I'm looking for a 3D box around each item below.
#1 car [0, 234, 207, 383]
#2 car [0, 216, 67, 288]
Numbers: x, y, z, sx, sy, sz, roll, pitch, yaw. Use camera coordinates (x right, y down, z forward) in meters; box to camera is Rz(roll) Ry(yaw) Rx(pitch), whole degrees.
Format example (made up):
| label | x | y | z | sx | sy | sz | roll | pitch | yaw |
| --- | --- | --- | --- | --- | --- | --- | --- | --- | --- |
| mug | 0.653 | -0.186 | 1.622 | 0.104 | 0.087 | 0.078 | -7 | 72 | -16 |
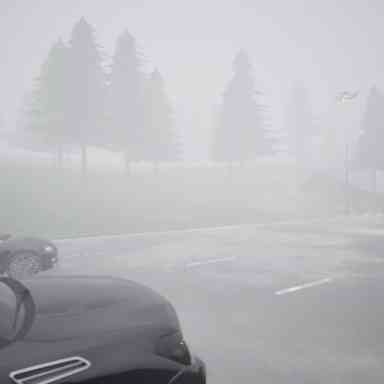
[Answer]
| label | x | y | z | sx | sy | sz | roll | pitch | yaw |
| --- | --- | --- | --- | --- | --- | --- | --- | --- | --- |
| car | -2.529 | 1.222 | 1.945 | 5.566 | 2.045 | 2.150 | 0 | 0 | -35 |
| car | -5.894 | 1.493 | 8.142 | 4.902 | 1.511 | 2.128 | 0 | 0 | -36 |
